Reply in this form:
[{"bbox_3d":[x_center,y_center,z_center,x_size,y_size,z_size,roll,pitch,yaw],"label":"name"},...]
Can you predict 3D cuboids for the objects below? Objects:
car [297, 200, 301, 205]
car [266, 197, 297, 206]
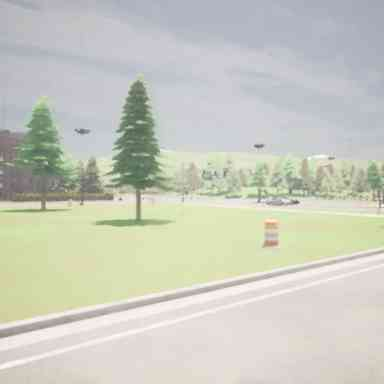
[{"bbox_3d":[16.318,1.596,57.459,1.895,1.301,4.718,0,0,-34],"label":"car"},{"bbox_3d":[14.182,1.521,54.380,1.812,1.442,4.674,0,0,-34],"label":"car"}]
